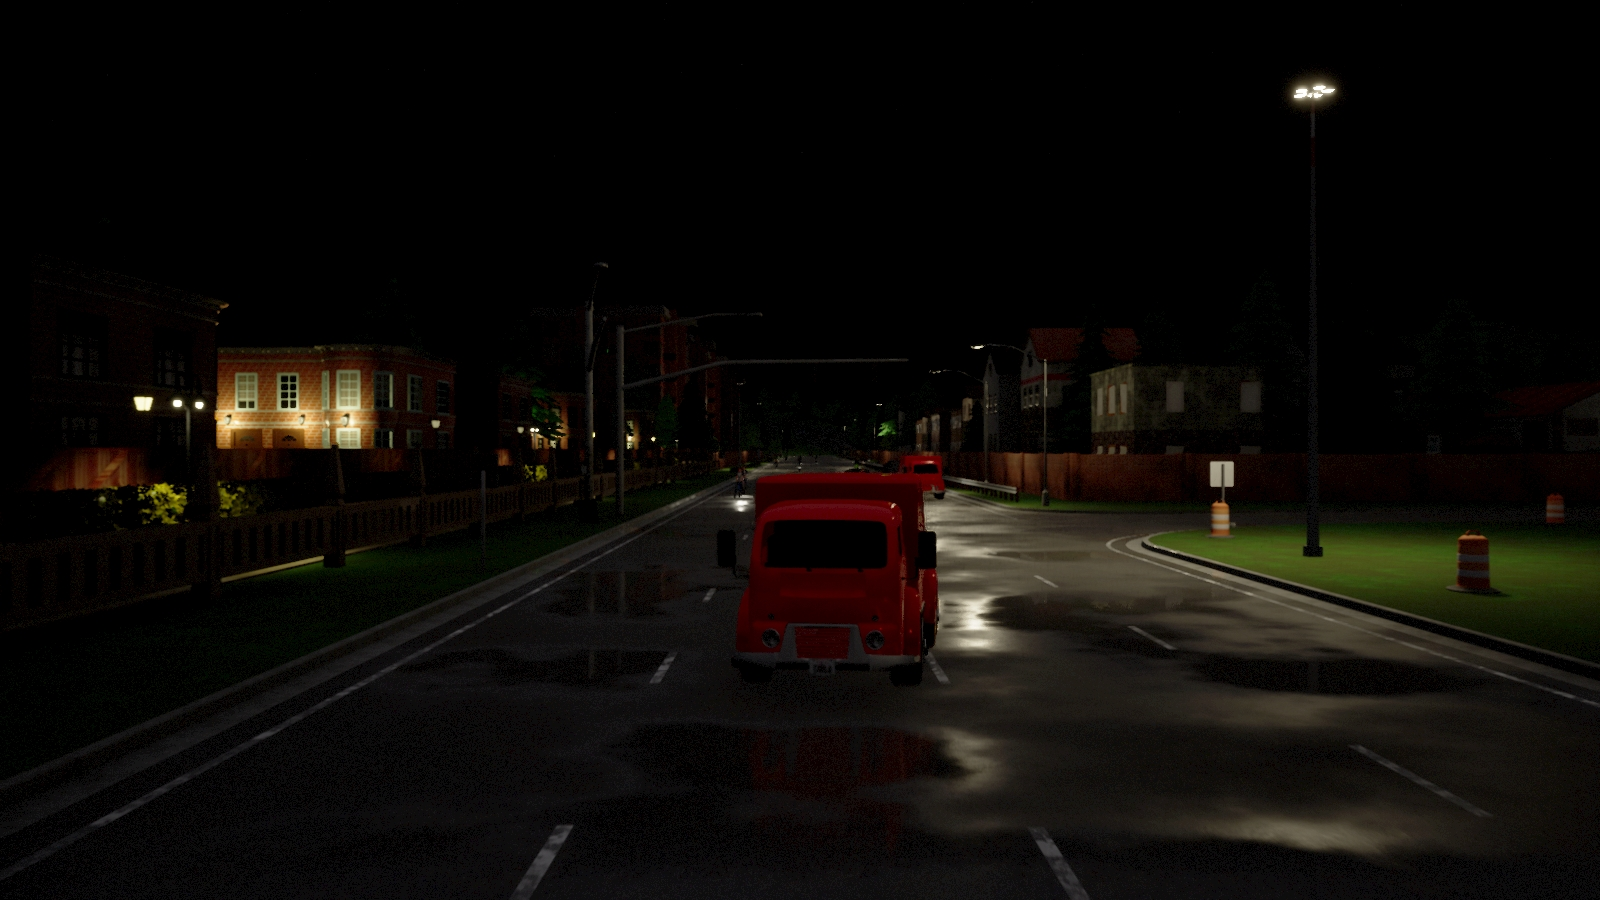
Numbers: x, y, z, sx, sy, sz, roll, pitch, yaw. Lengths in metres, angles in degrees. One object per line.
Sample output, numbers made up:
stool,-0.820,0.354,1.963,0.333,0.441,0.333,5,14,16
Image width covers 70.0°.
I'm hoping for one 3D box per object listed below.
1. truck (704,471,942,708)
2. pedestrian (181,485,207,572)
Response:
truck,0.543,1.565,15.153,2.627,2.467,5.204,0,0,7
pedestrian,-13.176,1.698,24.853,0.375,1.860,0.375,0,0,0
